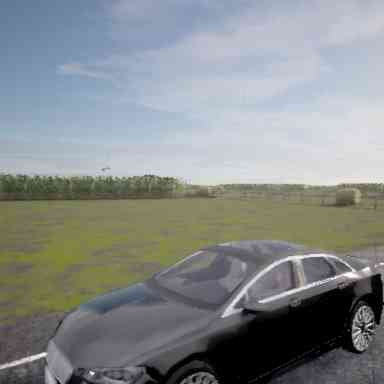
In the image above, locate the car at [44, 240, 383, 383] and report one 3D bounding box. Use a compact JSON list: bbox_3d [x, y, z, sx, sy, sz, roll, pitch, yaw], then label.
[{"bbox_3d":[0.697,1.477,4.483,4.902,1.511,2.128,0,0,-35],"label":"car"}]
